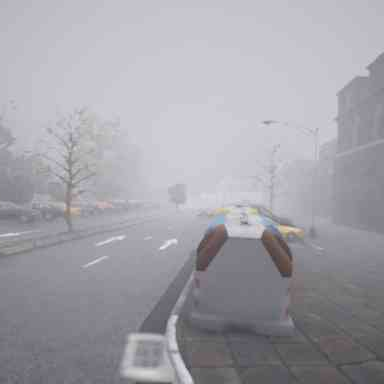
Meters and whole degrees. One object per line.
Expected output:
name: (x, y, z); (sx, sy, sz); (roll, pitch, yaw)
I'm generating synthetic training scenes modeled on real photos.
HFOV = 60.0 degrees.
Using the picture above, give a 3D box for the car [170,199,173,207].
car: (-7.911, 2.917, 79.455); (5.008, 1.535, 2.097); (2, -1, -15)

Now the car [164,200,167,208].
car: (-8.603, 2.693, 70.648); (5.366, 1.575, 1.946); (2, -2, -14)

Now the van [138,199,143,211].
van: (-10.560, 2.005, 52.888); (4.442, 1.987, 1.878); (2, -2, -14)

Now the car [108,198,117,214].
car: (-11.923, 1.794, 41.025); (4.553, 1.767, 2.185); (2, -1, -14)

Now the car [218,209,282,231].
car: (4.989, 2.426, 29.069); (5.008, 1.535, 2.097); (4, -1, -14)

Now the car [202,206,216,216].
car: (2.773, 2.932, 52.441); (1.895, 1.301, 4.718); (3, -1, 6)

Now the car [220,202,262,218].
car: (7.329, 2.721, 50.008); (5.566, 2.045, 2.435); (4, -1, -14)

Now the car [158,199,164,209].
car: (-9.108, 2.360, 67.639); (5.566, 2.045, 2.435); (2, -1, -14)

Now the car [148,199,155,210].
car: (-9.861, 2.385, 58.816); (5.366, 1.575, 1.946); (2, -2, -14)

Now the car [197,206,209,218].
car: (1.775, 2.684, 42.785); (1.895, 1.301, 4.718); (2, -1, 7)

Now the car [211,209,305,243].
car: (4.151, 2.173, 20.109); (5.366, 1.575, 1.946); (4, -2, -14)

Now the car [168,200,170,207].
car: (-8.160, 2.717, 76.514); (4.553, 1.767, 2.185); (2, -1, -14)

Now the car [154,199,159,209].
car: (-9.379, 2.566, 64.696); (4.792, 1.488, 2.163); (2, -2, -14)

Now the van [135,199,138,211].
van: (-10.877, 1.928, 49.929); (4.442, 1.987, 1.878); (2, -2, -14)

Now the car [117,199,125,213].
car: (-11.642, 2.035, 43.979); (4.674, 1.452, 2.002); (2, -2, -14)

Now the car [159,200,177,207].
car: (-6.820, 3.156, 94.219); (4.553, 1.767, 2.185); (2, -2, -16)

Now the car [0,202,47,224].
car: (-13.761, 1.488, 24.575); (4.892, 1.521, 2.231); (2, -2, -14)

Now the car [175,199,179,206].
car: (-6.976, 3.211, 91.265); (5.008, 1.535, 2.097); (2, -1, -16)

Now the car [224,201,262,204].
car: (5.976, 2.408, 38.033); (5.566, 2.045, 2.435); (4, -1, -14)

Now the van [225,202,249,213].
van: (9.128, 3.202, 67.901); (4.442, 1.987, 1.878); (4, -1, -14)

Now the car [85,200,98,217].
car: (-12.624, 1.783, 34.701); (4.792, 1.488, 2.163); (2, -2, -14)

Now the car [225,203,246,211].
car: (10.391, 3.611, 79.936); (4.553, 1.767, 2.185); (4, -1, -15)

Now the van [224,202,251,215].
van: (8.488, 3.048, 61.912); (4.442, 1.987, 1.878); (4, -1, -14)

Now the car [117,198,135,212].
car: (-11.337, 1.820, 46.932); (5.566, 2.045, 2.435); (2, -1, -14)

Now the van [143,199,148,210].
van: (-10.242, 2.083, 55.849); (4.442, 1.987, 1.878); (2, -2, -14)

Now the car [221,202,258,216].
car: (7.978, 2.876, 55.979); (5.566, 2.045, 2.435); (4, -1, -14)

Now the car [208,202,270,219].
car: (4.348, 2.009, 23.086); (5.566, 2.045, 2.435); (4, -2, -13)

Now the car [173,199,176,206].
car: (-7.450, 3.094, 85.346); (4.792, 1.488, 2.163); (2, -1, -15)

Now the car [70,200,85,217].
car: (-13.196, 1.655, 31.270); (5.366, 1.575, 1.946); (2, -1, -14)

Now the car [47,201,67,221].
car: (-13.380, 1.578, 27.947); (4.892, 1.521, 2.231); (2, -1, -14)

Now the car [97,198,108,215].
car: (-12.308, 1.714, 38.059); (4.553, 1.767, 2.185); (2, -2, -14)
